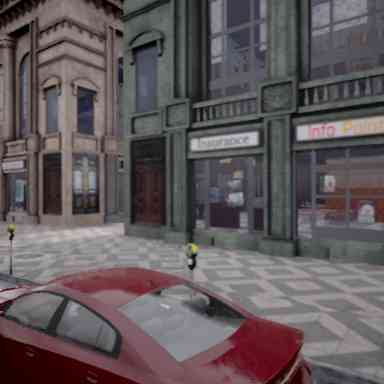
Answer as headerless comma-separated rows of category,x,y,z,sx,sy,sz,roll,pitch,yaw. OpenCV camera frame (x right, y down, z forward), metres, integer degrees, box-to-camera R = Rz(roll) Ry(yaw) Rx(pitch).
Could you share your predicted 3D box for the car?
car,-1.048,1.544,3.713,4.507,1.381,1.887,0,0,35
